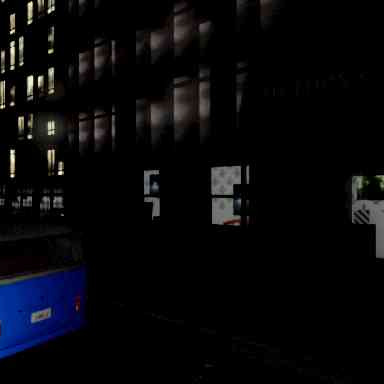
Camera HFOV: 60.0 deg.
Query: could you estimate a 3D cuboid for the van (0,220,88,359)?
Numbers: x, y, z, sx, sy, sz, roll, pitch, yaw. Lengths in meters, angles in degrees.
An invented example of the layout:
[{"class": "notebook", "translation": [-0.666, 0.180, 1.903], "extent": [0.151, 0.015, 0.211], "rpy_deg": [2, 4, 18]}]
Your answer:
[{"class": "van", "translation": [-3.431, 1.341, 5.331], "extent": [3.998, 1.788, 1.690], "rpy_deg": [0, 0, 36]}]
